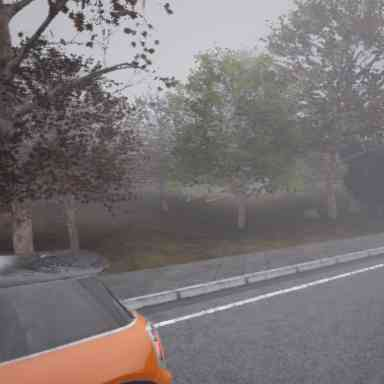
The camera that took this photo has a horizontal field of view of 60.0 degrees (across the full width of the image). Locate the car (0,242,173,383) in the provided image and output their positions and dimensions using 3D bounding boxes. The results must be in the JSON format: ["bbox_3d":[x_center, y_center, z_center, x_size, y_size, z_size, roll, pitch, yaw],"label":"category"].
[{"bbox_3d":[-2.426,1.354,2.247,4.553,1.767,2.097,0,0,-35],"label":"car"}]
